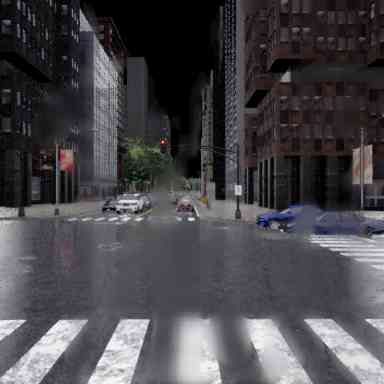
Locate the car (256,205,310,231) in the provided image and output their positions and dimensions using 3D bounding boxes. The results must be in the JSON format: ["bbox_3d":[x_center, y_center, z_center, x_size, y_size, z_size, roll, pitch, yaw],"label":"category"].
[{"bbox_3d":[6.556,1.592,20.934,5.008,1.535,1.882,1,0,0],"label":"car"}]

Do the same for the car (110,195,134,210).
[{"bbox_3d":[-9.292,1.335,44.354,2.192,1.841,5.009,0,0,-1],"label":"car"}]

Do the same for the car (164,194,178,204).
[{"bbox_3d":[-3.609,1.558,63.599,2.128,1.511,4.902,0,0,0],"label":"car"}]

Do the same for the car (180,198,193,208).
[{"bbox_3d":[-0.817,1.614,49.853,1.802,1.307,4.206,0,0,-1],"label":"car"}]

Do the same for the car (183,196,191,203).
[{"bbox_3d":[-1.020,1.612,71.723,1.752,1.417,4.829,0,0,-1],"label":"car"}]

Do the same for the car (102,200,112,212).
[{"bbox_3d":[-9.241,1.574,38.928,1.947,1.339,4.313,0,0,-1],"label":"car"}]

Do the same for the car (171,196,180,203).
[{"bbox_3d":[-3.815,1.694,75.834,1.895,1.301,4.718,0,0,-1],"label":"car"}]

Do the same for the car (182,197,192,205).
[{"bbox_3d":[-0.918,1.603,60.703,1.887,1.381,4.507,0,0,-1],"label":"car"}]

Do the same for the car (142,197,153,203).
[{"bbox_3d":[-9.544,1.669,71.482,1.802,1.307,4.206,0,0,-1],"label":"car"}]

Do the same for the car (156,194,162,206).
[{"bbox_3d":[-6.717,1.398,55.792,2.097,1.767,4.553,0,0,0],"label":"car"}]

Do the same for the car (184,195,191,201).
[{"bbox_3d":[-1.171,1.574,87.827,1.967,1.590,4.097,0,0,-1],"label":"car"}]

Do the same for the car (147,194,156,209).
[{"bbox_3d":[-6.634,1.375,45.591,2.097,1.767,4.553,0,0,0],"label":"car"}]

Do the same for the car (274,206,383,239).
[{"bbox_3d":[7.446,1.679,17.692,5.357,1.411,2.033,1,0,0],"label":"car"}]

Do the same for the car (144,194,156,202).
[{"bbox_3d":[-9.595,1.417,76.909,2.192,1.841,5.009,0,0,-1],"label":"car"}]

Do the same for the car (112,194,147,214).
[{"bbox_3d":[-6.545,1.223,35.566,2.150,2.045,5.566,0,0,-1],"label":"car"}]

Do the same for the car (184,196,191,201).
[{"bbox_3d":[-1.222,1.696,93.252,1.887,1.381,4.507,0,0,-1],"label":"car"}]

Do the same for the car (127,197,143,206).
[{"bbox_3d":[-9.391,1.570,55.035,1.752,1.417,4.829,0,0,-1],"label":"car"}]

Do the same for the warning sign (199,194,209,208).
[{"bbox_3d":[1.560,1.132,42.696,1.300,1.860,1.060,0,0,-1],"label":"warning sign"}]

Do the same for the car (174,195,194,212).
[{"bbox_3d":[-0.717,1.448,39.004,1.967,1.590,4.097,0,0,-1],"label":"car"}]
